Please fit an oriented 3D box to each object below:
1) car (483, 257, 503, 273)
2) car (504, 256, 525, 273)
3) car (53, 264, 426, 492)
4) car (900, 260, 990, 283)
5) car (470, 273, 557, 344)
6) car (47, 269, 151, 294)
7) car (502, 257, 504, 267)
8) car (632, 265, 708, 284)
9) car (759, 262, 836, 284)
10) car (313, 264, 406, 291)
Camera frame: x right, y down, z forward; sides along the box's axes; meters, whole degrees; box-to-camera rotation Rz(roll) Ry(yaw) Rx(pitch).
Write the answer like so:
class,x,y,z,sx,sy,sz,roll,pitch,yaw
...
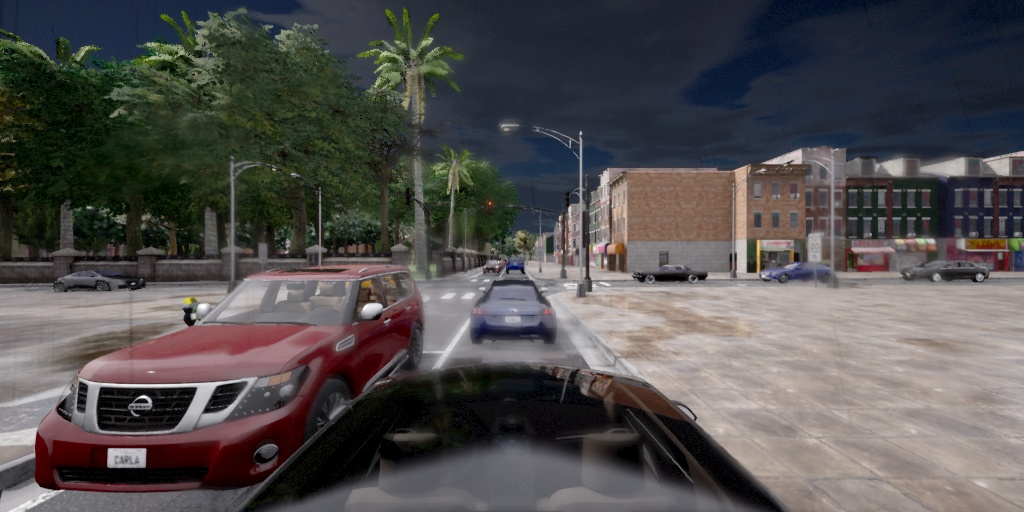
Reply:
class,x,y,z,sx,sy,sz,roll,pitch,yaw
car,-2.399,1.266,43.115,1.967,1.591,4.097,0,0,0
car,0.383,1.050,43.921,2.150,2.045,5.566,0,0,0
car,-2.622,1.065,4.970,2.192,1.841,5.009,0,0,0
car,30.271,1.070,25.167,4.892,1.490,1.837,0,0,0
car,0.042,1.316,9.585,1.994,1.385,4.181,0,0,0
car,-25.757,1.568,22.478,4.181,1.385,1.994,0,0,0
car,-2.365,1.288,48.803,1.967,1.591,4.097,0,0,0
car,10.982,1.278,25.271,4.718,1.301,1.895,0,0,1
car,20.030,1.144,25.218,4.674,1.442,1.812,0,0,0
car,-9.471,1.326,22.626,5.008,1.535,1.882,-1,0,-4
